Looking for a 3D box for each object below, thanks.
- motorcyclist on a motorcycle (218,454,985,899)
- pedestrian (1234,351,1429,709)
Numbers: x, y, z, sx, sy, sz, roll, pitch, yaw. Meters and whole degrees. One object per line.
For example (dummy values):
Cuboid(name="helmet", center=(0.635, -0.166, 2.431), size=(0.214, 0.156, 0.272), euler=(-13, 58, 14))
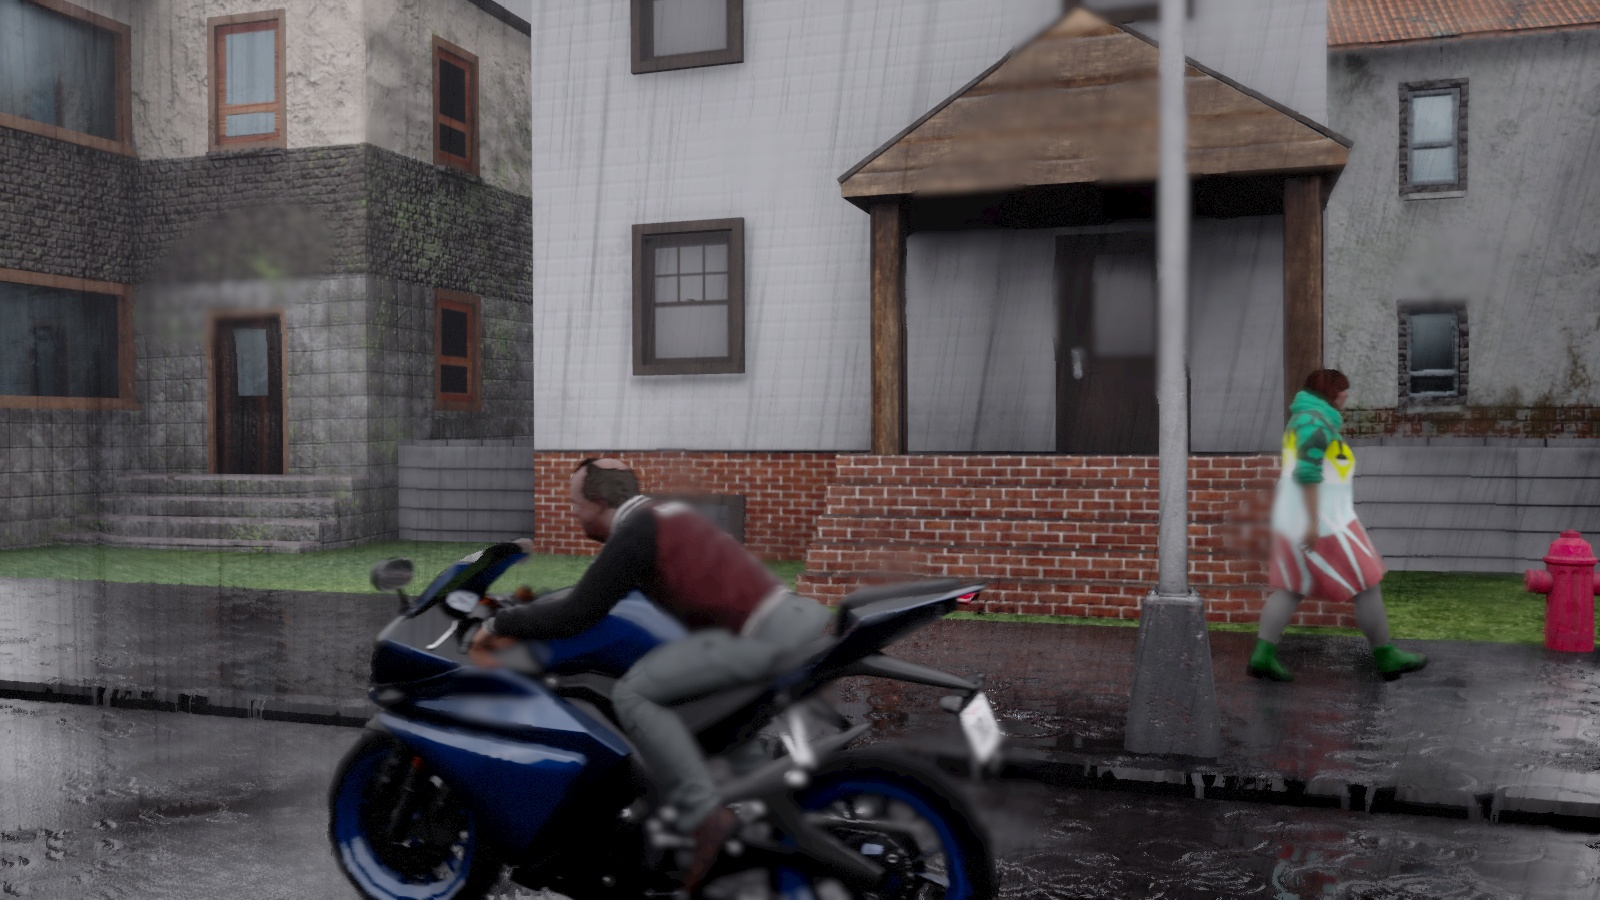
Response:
Cuboid(name="motorcyclist on a motorcycle", center=(-0.595, 0.797, 3.895), size=(2.191, 1.530, 0.866), euler=(1, 1, 18))
Cuboid(name="pedestrian", center=(3.030, 0.432, 7.232), size=(0.873, 1.952, 0.659), euler=(0, 1, 7))
